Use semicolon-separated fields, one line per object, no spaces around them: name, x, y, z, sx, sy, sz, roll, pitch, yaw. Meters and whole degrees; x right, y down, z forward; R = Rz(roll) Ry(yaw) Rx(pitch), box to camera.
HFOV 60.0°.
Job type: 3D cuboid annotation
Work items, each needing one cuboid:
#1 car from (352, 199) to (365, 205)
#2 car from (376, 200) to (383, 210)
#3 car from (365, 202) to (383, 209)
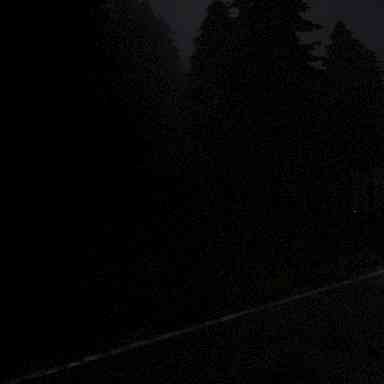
car;25.545;2.020;52.295;2.097;1.767;4.553;-1;0;44
car;32.610;2.029;54.022;5.357;1.411;2.033;-2;1;-26
car;22.899;1.966;38.927;2.033;1.411;5.357;-3;-2;4
